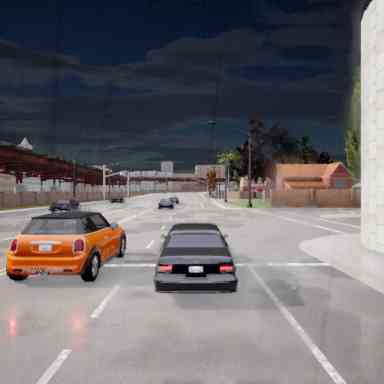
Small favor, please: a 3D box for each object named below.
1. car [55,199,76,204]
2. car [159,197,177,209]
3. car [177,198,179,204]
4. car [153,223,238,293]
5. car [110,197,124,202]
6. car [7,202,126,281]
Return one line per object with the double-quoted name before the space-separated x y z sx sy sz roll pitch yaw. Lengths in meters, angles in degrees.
"car" -14.175 1.547 37.384 2.033 1.411 5.357 0 0 0
"car" -3.490 1.564 45.947 1.994 1.385 4.181 0 0 0
"car" -3.526 1.564 63.930 1.994 1.385 4.181 0 0 0
"car" 0.074 1.548 8.966 2.033 1.411 5.357 0 0 0
"car" -14.169 1.565 63.303 1.994 1.385 4.181 0 0 0
"car" -3.426 1.352 10.028 2.097 1.767 4.553 0 0 2
